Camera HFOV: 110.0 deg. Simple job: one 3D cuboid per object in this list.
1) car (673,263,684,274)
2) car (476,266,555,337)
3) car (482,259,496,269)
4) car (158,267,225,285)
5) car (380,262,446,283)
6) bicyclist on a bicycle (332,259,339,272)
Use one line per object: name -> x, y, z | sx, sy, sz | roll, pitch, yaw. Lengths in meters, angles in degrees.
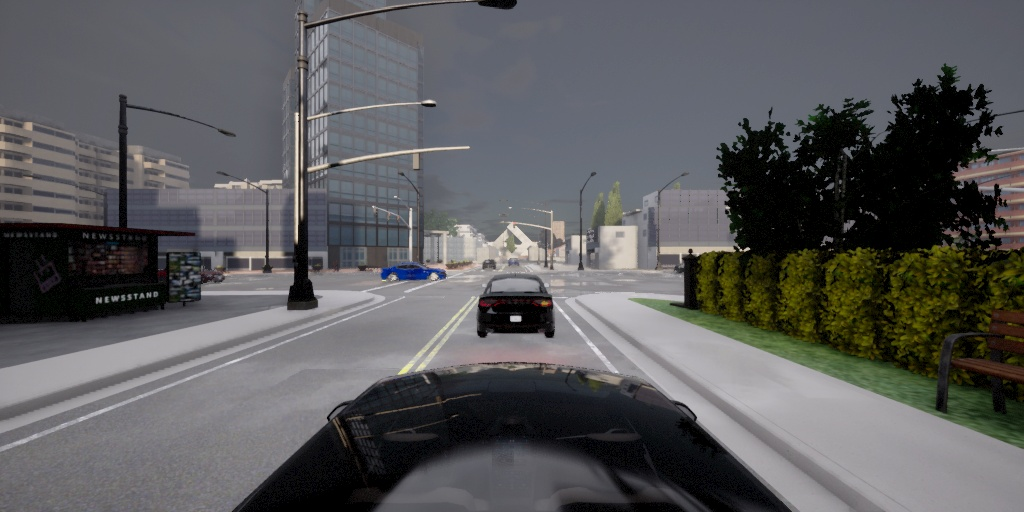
car -> 19.977, 1.058, 38.806 | 4.553, 1.767, 2.097 | 0, 0, 0
car -> 0.107, 1.228, 10.355 | 1.882, 1.535, 5.008 | 0, 0, 1
car -> -3.395, 1.228, 54.136 | 1.882, 1.535, 5.008 | 0, 0, 0
car -> -25.087, 1.484, 27.918 | 4.674, 1.442, 1.812 | -1, 0, 0
car -> -7.743, 1.270, 28.303 | 5.008, 1.535, 1.882 | 0, 0, -6
bicyclist on a bicycle -> -21.835, 1.216, 44.408 | 0.582, 1.620, 1.656 | -1, 0, 0
